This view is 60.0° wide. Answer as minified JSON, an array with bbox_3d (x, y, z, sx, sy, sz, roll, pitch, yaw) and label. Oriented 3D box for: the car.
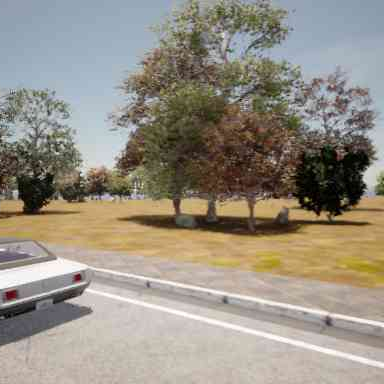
[{"bbox_3d":[-4.327,1.595,6.815,4.718,1.301,1.895,0,0,33],"label":"car"}]
